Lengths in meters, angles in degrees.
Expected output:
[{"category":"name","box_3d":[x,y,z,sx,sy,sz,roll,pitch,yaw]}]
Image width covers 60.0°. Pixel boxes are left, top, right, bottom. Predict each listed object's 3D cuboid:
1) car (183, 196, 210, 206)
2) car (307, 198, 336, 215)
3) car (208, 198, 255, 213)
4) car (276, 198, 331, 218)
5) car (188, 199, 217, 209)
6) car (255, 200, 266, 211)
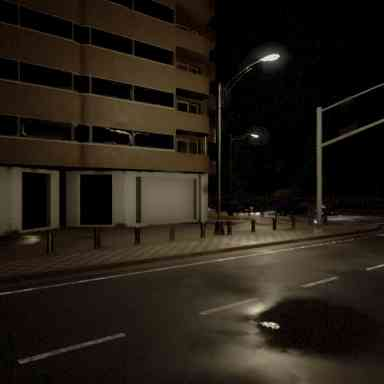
[{"category":"car","box_3d":[0.750,1.533,55.988,1.882,1.535,5.008,0,0,-36]},{"category":"car","box_3d":[12.192,1.407,33.819,2.097,1.767,4.553,0,0,-36]},{"category":"car","box_3d":[4.388,1.603,38.653,2.033,1.411,5.357,0,0,-36]},{"category":"car","box_3d":[10.013,1.581,30.886,1.812,1.442,4.674,0,0,-37]},{"category":"car","box_3d":[1.472,1.656,48.691,1.895,1.301,4.718,0,0,-36]},{"category":"car","box_3d":[6.946,1.560,41.091,1.837,1.490,4.892,0,0,-36]}]
